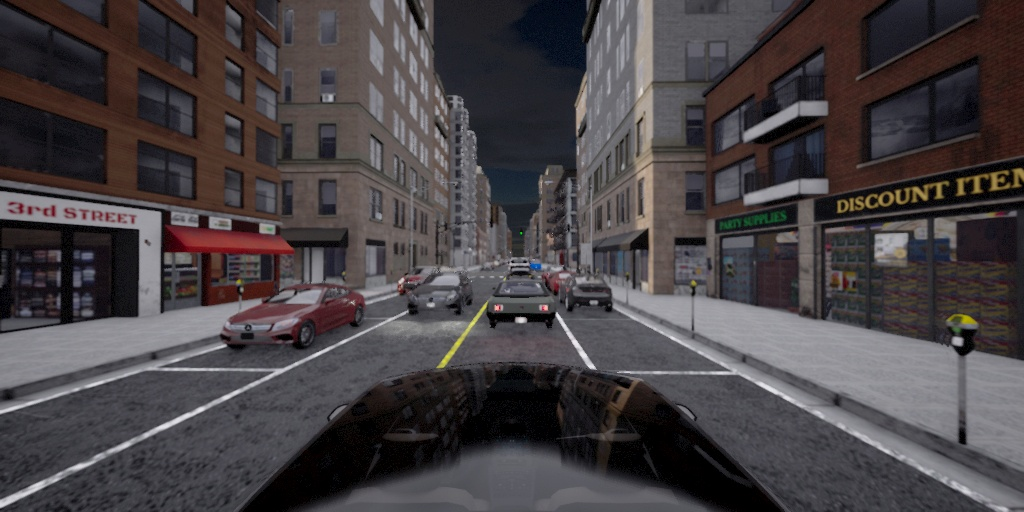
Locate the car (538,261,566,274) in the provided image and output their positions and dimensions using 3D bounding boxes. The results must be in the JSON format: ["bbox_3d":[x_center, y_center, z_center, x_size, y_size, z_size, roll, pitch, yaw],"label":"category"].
[{"bbox_3d":[3.130,1.360,25.652,1.967,1.591,4.097,0,0,1],"label":"car"}]

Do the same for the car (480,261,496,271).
[{"bbox_3d":[-4.185,1.698,58.409,2.007,1.370,4.403,0,0,1],"label":"car"}]

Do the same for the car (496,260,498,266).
[{"bbox_3d":[-4.061,1.733,64.089,1.888,1.381,4.507,0,0,1],"label":"car"}]

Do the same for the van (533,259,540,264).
[{"bbox_3d":[3.839,1.490,58.243,1.690,1.789,3.998,0,0,1],"label":"van"}]

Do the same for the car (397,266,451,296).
[{"bbox_3d":[-5.013,1.320,20.301,1.967,1.591,4.097,0,0,1],"label":"car"}]

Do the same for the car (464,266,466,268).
[{"bbox_3d":[-4.773,1.508,31.335,2.007,1.370,4.403,0,0,1],"label":"car"}]

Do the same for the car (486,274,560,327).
[{"bbox_3d":[0.293,1.422,11.726,1.895,1.301,4.718,0,0,1],"label":"car"}]

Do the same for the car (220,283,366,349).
[{"bbox_3d":[-5.253,1.384,9.267,1.802,1.307,4.207,0,0,1],"label":"car"}]

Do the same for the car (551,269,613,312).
[{"bbox_3d":[2.890,1.393,14.617,2.007,1.370,4.403,0,0,1],"label":"car"}]

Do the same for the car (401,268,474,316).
[{"bbox_3d":[-2.609,1.362,14.067,1.812,1.442,4.674,0,0,1],"label":"car"}]

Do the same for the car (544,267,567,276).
[{"bbox_3d":[3.010,1.463,20.134,1.802,1.307,4.207,0,0,1],"label":"car"}]

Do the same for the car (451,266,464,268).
[{"bbox_3d":[-4.897,1.444,25.648,1.751,1.417,4.829,0,0,1],"label":"car"}]

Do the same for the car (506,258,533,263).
[{"bbox_3d":[0.747,1.224,37.401,2.150,2.045,5.566,0,0,1],"label":"car"}]

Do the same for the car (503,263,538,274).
[{"bbox_3d":[0.561,1.414,24.278,1.837,1.490,4.892,0,-1,1],"label":"car"}]
